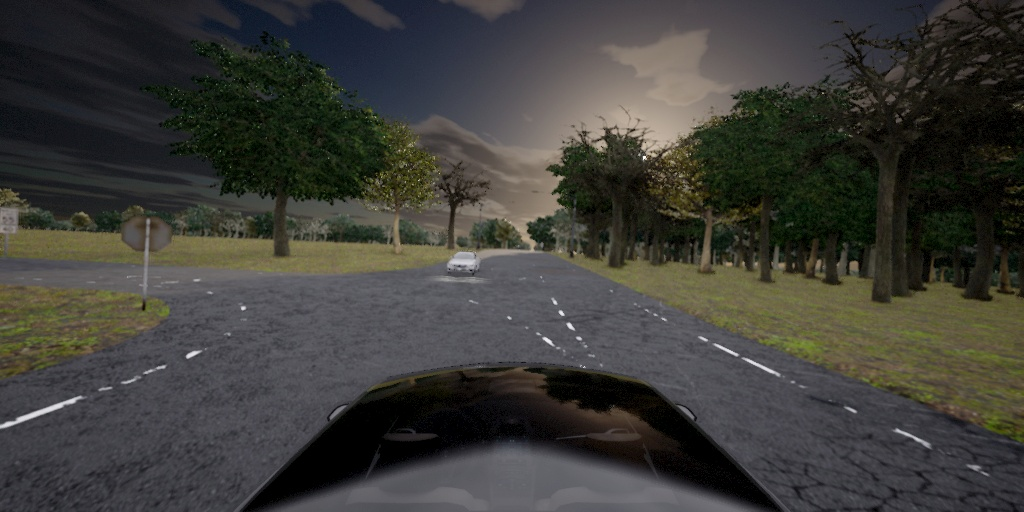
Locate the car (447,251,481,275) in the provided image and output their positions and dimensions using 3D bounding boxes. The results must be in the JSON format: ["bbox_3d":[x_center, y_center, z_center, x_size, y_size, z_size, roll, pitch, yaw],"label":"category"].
[{"bbox_3d":[-3.221,0.421,24.779,1.812,1.442,4.674,3,3,1],"label":"car"}]
